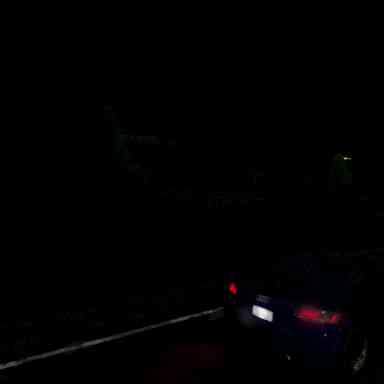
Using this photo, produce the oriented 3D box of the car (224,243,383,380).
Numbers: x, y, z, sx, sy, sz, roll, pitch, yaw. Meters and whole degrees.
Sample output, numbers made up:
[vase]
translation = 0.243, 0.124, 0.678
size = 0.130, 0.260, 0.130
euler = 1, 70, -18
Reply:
[car]
translation = 2.556, 1.571, 5.567
size = 4.181, 1.385, 1.994
euler = 0, 0, -36
